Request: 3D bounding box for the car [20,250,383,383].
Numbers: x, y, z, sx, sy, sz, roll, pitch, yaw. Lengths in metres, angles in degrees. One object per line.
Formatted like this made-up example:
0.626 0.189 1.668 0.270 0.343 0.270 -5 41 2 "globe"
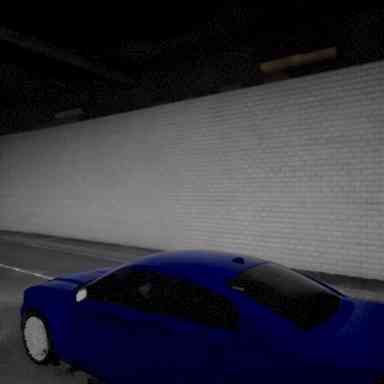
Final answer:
-0.167 1.477 4.110 5.008 1.535 1.882 0 0 36 "car"
